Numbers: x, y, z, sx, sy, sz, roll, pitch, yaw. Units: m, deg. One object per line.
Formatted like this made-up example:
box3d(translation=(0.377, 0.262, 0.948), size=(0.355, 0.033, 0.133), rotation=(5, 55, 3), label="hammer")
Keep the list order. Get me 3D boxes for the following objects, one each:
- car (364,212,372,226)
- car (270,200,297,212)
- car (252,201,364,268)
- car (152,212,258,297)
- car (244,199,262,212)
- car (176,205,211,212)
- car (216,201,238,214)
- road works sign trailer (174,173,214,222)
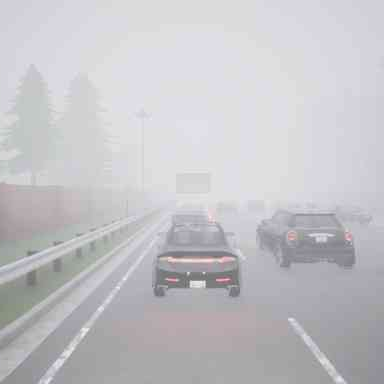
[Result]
box3d(translation=(10.615, 1.601, 23.576), size=(1.895, 1.301, 4.718), rotation=(0, 0, 0), label="car")
box3d(translation=(10.625, 1.601, 38.977), size=(1.895, 1.301, 4.718), rotation=(0, 0, 0), label="car")
box3d(translation=(3.606, 1.352, 11.389), size=(2.097, 1.767, 4.553), rotation=(0, 0, 0), label="car")
box3d(translation=(0.106, 1.492, 8.571), size=(2.128, 1.511, 4.902), rotation=(0, 0, 0), label="car")
box3d(translation=(7.124, 1.491, 38.028), size=(2.128, 1.511, 4.902), rotation=(0, 0, 0), label="car")
box3d(translation=(0.007, 1.474, 19.020), size=(1.882, 1.535, 5.008), rotation=(0, 0, 6), label="car")
box3d(translation=(3.623, 1.601, 35.380), size=(1.895, 1.301, 4.718), rotation=(0, 0, 0), label="car")
box3d(translation=(0.078, 0.464, 22.938), size=(2.380, 3.560, 2.880), rotation=(0, 0, -1), label="road works sign trailer")
